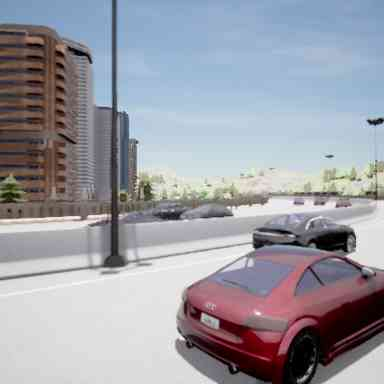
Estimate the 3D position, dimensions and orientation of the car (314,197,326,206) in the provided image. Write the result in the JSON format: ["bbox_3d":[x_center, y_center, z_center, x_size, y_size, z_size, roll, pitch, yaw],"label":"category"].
[{"bbox_3d":[22.437,1.676,58.202,1.837,1.490,4.892,0,0,20],"label":"car"}]

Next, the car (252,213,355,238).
[{"bbox_3d":[4.179,1.529,11.977,4.902,1.511,2.128,0,0,-42],"label":"car"}]

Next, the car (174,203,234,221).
[{"bbox_3d":[1.194,1.612,23.852,1.812,1.442,4.674,0,0,44],"label":"car"}]

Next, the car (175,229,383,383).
[{"bbox_3d":[1.795,1.582,5.402,4.181,1.385,1.994,0,0,-38],"label":"car"}]

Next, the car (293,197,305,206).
[{"bbox_3d":[19.252,1.709,59.710,1.812,1.442,4.674,0,0,19],"label":"car"}]

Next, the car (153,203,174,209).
[{"bbox_3d":[-1.999,1.603,25.606,1.837,1.490,4.892,0,0,45],"label":"car"}]

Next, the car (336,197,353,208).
[{"bbox_3d":[21.979,1.489,47.880,2.097,1.767,4.553,0,0,25],"label":"car"}]

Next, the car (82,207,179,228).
[{"bbox_3d":[-2.991,1.626,15.254,4.181,1.385,1.994,0,0,-41],"label":"car"}]
